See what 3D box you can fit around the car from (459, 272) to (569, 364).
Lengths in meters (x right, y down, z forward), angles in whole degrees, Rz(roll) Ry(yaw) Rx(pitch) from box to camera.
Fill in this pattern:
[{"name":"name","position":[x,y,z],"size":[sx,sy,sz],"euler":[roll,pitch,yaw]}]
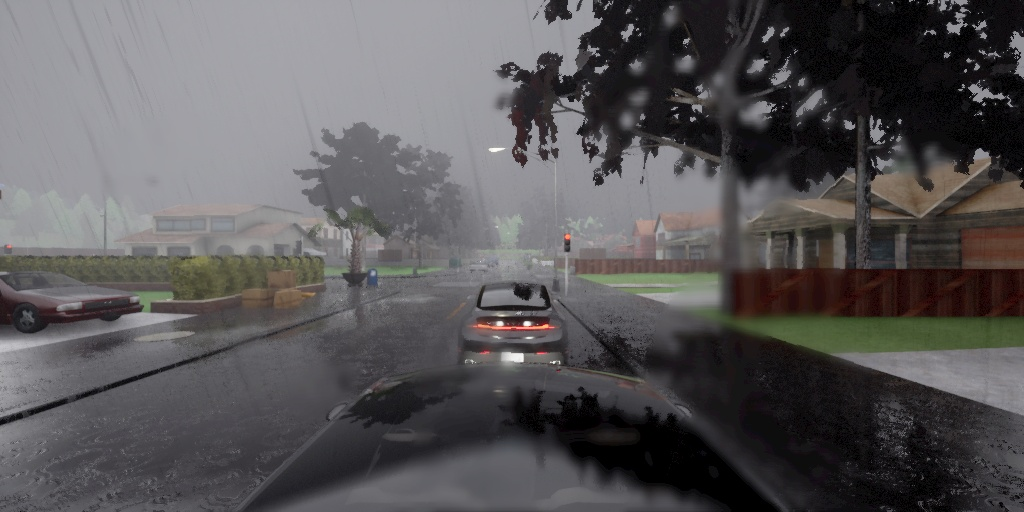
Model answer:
[{"name":"car","position":[0.043,1.255,7.686],"size":[1.837,1.490,4.892],"euler":[0,0,0]}]

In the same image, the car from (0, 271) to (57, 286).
[{"name":"car","position":[-37.986,1.242,26.787],"size":[4.902,1.511,2.128],"euler":[0,0,1]}]

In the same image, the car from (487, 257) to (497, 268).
[{"name":"car","position":[-4.079,1.314,60.018],"size":[1.994,1.385,4.181],"euler":[0,0,0]}]

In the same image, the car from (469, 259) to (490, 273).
[{"name":"car","position":[-4.097,1.351,43.968],"size":[1.895,1.301,4.718],"euler":[0,0,0]}]
